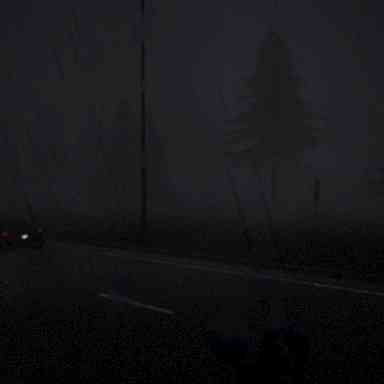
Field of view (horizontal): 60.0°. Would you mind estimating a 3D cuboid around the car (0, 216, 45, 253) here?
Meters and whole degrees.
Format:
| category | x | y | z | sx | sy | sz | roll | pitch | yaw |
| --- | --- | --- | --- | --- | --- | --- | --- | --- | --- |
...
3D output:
| category | x | y | z | sx | sy | sz | roll | pitch | yaw |
| --- | --- | --- | --- | --- | --- | --- | --- | --- | --- |
| car | -8.041 | 1.701 | 13.905 | 4.181 | 1.385 | 1.994 | -1 | 0 | 36 |
